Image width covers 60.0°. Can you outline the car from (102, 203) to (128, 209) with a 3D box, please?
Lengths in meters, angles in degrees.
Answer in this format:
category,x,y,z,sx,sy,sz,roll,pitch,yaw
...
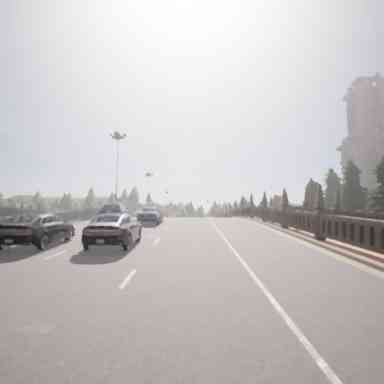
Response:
category,x,y,z,sx,sy,sz,roll,pitch,yaw
car,-6.962,1.798,30.329,2.097,1.767,4.553,0,-2,0

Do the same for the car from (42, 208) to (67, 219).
category,x,y,z,sx,sy,sz,roll,pitch,yaw
car,-21.081,3.329,51.230,1.812,1.442,4.674,0,-6,0

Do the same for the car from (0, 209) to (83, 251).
category,x,y,z,sx,sy,sz,roll,pitch,yaw
car,-6.962,1.705,15.118,2.128,1.511,4.902,0,-1,0

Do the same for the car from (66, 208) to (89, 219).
category,x,y,z,sx,sy,sz,roll,pitch,yaw
car,-17.581,3.347,51.402,1.812,1.442,4.674,0,-6,0

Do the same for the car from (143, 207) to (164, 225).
category,x,y,z,sx,sy,sz,roll,pitch,yaw
car,-3.482,1.946,28.026,2.033,1.411,5.357,0,-1,0

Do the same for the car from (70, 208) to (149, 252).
category,x,y,z,sx,sy,sz,roll,pitch,yaw
car,-3.463,1.704,15.056,2.128,1.511,4.902,0,-1,0
